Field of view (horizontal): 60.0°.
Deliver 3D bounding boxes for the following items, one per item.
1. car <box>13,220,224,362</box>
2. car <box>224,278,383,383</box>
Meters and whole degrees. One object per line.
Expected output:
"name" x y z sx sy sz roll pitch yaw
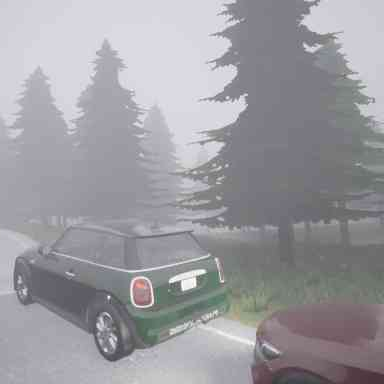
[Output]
"car" -1.576 1.309 6.208 4.553 1.767 2.097 1 1 44
"car" 2.757 1.532 2.592 4.674 1.442 1.812 1 0 36
